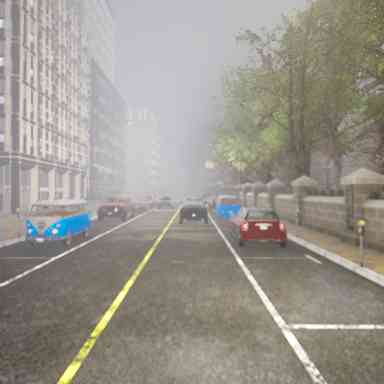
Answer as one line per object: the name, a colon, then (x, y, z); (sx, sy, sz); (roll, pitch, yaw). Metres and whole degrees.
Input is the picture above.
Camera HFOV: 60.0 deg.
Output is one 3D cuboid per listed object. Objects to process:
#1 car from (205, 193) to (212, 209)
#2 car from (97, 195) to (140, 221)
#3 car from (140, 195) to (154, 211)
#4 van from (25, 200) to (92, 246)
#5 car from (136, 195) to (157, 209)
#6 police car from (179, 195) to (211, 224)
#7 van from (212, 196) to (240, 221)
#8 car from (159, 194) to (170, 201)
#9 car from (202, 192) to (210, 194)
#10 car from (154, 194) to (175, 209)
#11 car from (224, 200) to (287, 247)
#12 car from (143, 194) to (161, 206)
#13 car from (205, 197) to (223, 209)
car: (2.721, 1.207, 36.363); (1.967, 1.590, 4.097); (1, 0, 0)
car: (-5.665, 1.155, 25.449); (2.192, 1.841, 5.009); (1, 0, 0)
car: (-5.661, 1.317, 36.399); (2.008, 1.369, 4.403); (1, 0, 0)
van: (-5.673, 1.251, 14.501); (1.690, 1.788, 3.998); (1, 0, 0)
car: (-5.656, 1.167, 41.874); (1.967, 1.590, 4.097); (1, 0, 0)
police car: (0.113, 1.276, 23.831); (1.930, 1.638, 5.238); (0, 0, 0)
van: (2.715, 1.182, 25.405); (1.690, 1.788, 3.998); (1, 0, 0)
car: (-5.639, 1.071, 69.245); (2.008, 1.369, 4.403); (1, 0, 0)
car: (2.740, 0.879, 63.755); (2.192, 1.841, 5.009); (1, 0, 0)
car: (-3.070, 1.247, 39.657); (1.837, 1.490, 4.892); (0, 1, 0)
car: (2.707, 1.351, 14.448); (1.967, 1.590, 4.097); (1, 0, 0)
car: (-5.652, 1.128, 47.348); (1.967, 1.590, 4.097); (1, 0, 0)
car: (2.723, 1.294, 41.843); (1.947, 1.339, 4.313); (1, 0, 0)
